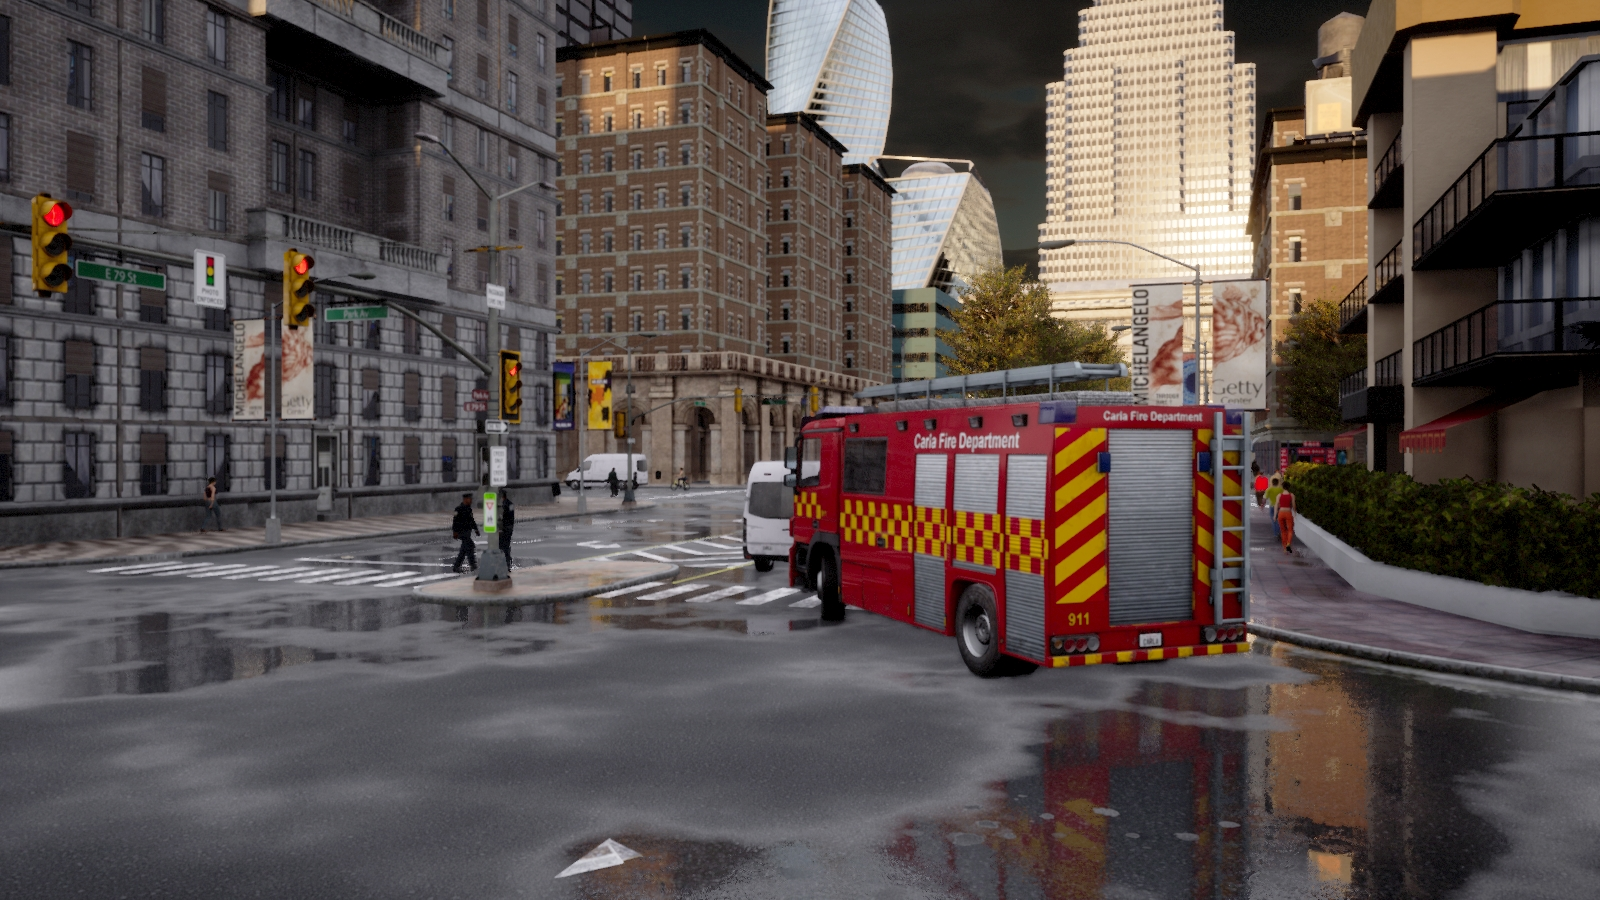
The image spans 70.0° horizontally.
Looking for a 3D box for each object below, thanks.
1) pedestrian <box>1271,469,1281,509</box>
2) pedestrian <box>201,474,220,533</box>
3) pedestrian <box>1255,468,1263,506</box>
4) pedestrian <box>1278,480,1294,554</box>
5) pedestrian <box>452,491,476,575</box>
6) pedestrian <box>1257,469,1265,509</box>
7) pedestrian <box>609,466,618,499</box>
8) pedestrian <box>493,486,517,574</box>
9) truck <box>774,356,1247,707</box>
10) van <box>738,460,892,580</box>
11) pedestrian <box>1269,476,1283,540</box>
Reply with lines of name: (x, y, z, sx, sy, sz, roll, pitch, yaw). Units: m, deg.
pedestrian: (22.659, 1.848, 54.376, 0.375, 1.860, 0.375, 0, 0, 28)
pedestrian: (-18.774, 1.708, 36.380, 0.375, 1.860, 0.375, 0, 0, 20)
pedestrian: (22.734, 1.848, 56.613, 0.375, 1.860, 0.375, 0, 0, 19)
pedestrian: (12.392, 1.697, 29.132, 0.375, 1.860, 0.375, 0, 0, 24)
pedestrian: (-7.570, 1.855, 25.758, 0.375, 1.860, 0.375, 0, 0, 20)
pedestrian: (21.751, 1.849, 53.904, 0.375, 1.860, 0.375, 0, 0, 21)
pedestrian: (-10.565, 1.860, 64.711, 0.375, 1.860, 0.375, 0, 0, 21)
pedestrian: (-6.312, 1.710, 24.481, 0.375, 1.860, 0.375, 0, 0, 11)
truck: (2.407, 0.892, 16.938, 2.891, 3.827, 8.468, 0, 0, -21)
van: (0.533, 1.538, 27.877, 1.988, 2.561, 5.915, 0, 0, 19)
pedestrian: (13.922, 1.696, 33.417, 0.375, 1.860, 0.375, 0, 0, 19)
